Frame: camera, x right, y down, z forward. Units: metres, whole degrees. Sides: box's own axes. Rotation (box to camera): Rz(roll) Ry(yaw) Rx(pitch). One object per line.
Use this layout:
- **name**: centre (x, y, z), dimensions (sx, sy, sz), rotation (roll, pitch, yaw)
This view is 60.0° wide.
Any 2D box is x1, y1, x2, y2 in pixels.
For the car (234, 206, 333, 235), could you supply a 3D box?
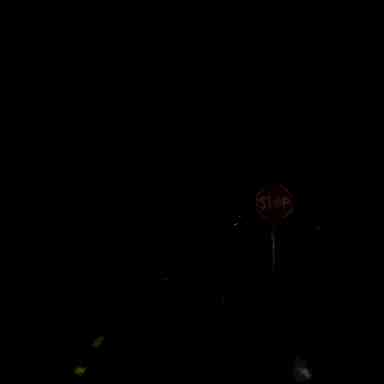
- **car**: centre (4.644, 1.387, 17.024), dimensions (4.892, 1.490, 1.837), rotation (0, 0, 0)
